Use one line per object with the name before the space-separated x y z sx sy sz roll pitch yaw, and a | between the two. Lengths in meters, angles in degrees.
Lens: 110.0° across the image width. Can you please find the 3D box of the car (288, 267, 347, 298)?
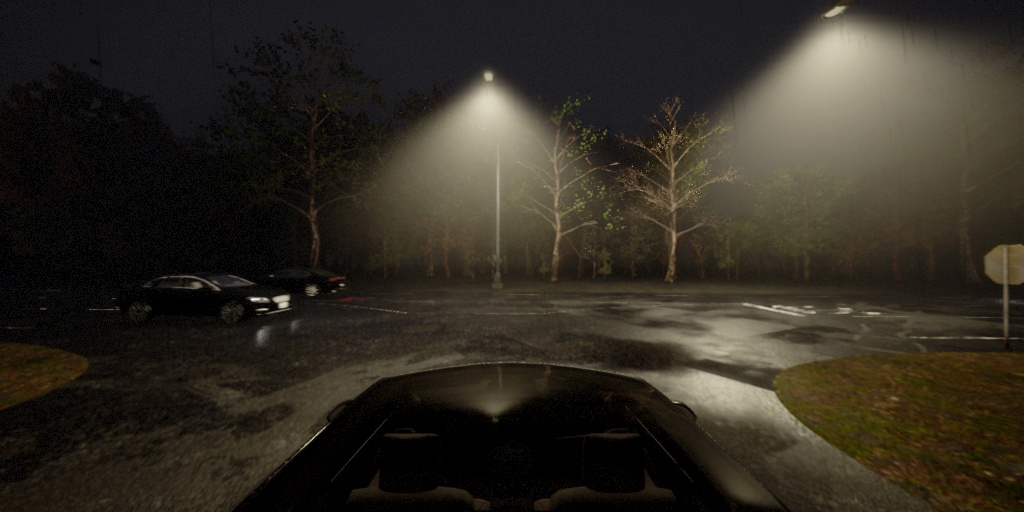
car | -11.284 1.337 18.719 5.008 1.535 1.882 0 0 2

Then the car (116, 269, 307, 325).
car | -9.811 1.297 11.639 4.902 1.511 2.128 0 0 2
